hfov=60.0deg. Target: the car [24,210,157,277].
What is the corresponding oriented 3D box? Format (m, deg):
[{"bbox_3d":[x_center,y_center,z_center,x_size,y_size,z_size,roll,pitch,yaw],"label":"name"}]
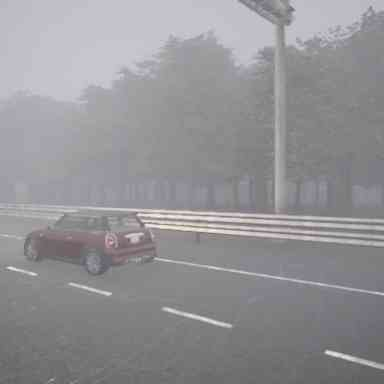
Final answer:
[{"bbox_3d":[-3.320,1.352,10.537,4.553,1.767,2.097,0,0,36],"label":"car"}]
